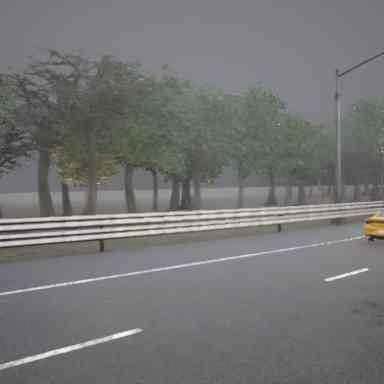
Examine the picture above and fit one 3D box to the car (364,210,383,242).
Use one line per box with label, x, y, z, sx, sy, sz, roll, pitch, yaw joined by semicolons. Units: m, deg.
car;9.725;1.431;14.984;5.008;1.535;1.882;-1;0;-35
